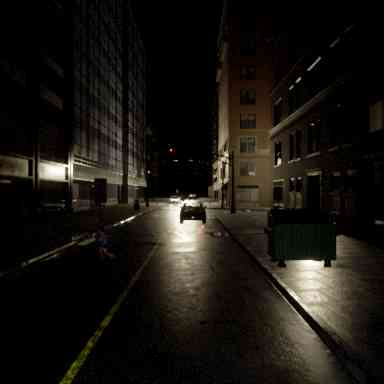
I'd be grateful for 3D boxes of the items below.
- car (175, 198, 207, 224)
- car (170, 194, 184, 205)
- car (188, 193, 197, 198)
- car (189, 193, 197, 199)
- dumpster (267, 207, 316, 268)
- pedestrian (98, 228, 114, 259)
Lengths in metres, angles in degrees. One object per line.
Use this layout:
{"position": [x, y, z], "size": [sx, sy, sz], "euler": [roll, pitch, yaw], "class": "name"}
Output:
{"position": [0.091, 1.482, 24.565], "size": [2.128, 1.511, 4.902], "euler": [0, 0, 1], "class": "car"}
{"position": [-2.964, 1.474, 59.694], "size": [1.812, 1.442, 4.674], "euler": [0, 0, 0], "class": "car"}
{"position": [0.150, 1.439, 81.062], "size": [2.128, 1.511, 4.902], "euler": [0, 0, 0], "class": "car"}
{"position": [0.169, 1.098, 91.451], "size": [2.097, 1.767, 4.553], "euler": [0, 0, 0], "class": "car"}
{"position": [3.154, 1.394, 10.777], "size": [1.020, 1.700, 1.940], "euler": [0, 0, 0], "class": "dumpster"}
{"position": [-2.920, 1.671, 11.085], "size": [0.500, 1.100, 0.500], "euler": [0, 0, -10], "class": "pedestrian"}
